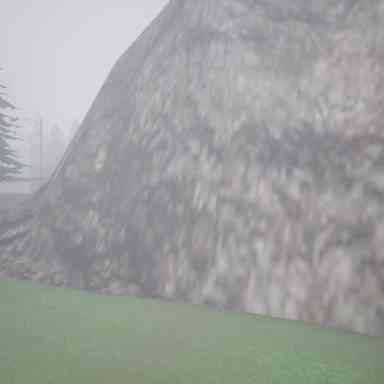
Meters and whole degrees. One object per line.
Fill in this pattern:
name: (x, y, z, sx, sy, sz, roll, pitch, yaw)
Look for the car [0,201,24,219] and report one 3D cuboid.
car: (-16.090, 1.492, 26.666, 2.128, 1.511, 4.902, 0, 0, 29)
